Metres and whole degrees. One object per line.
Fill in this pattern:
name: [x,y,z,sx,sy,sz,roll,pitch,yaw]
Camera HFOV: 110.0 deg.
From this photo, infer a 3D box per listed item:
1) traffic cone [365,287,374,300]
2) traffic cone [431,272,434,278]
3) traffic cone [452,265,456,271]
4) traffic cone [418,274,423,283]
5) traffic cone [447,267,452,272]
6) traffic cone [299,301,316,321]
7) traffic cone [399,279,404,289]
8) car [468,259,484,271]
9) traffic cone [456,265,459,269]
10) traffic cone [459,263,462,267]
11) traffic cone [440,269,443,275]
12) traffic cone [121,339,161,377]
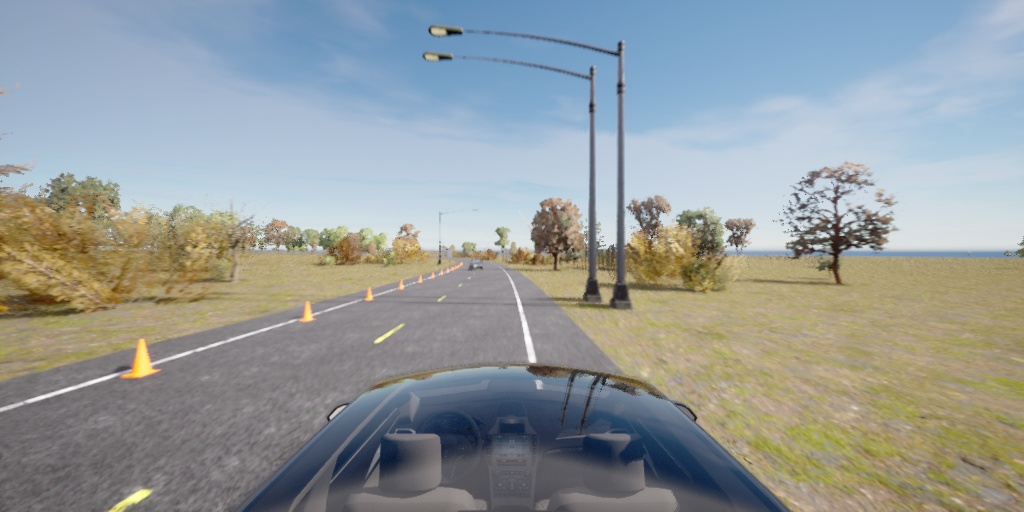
traffic cone: [-6.363,1.660,16.003,0.340,0.580,0.340,0,0,-1]
traffic cone: [-6.824,1.613,30.922,0.340,0.580,0.340,0,0,-2]
traffic cone: [-7.635,1.565,45.826,0.340,0.580,0.340,0,0,-4]
traffic cone: [-6.631,1.628,25.950,0.340,0.580,0.340,0,0,-2]
traffic cone: [-7.326,1.581,40.860,0.340,0.580,0.340,0,0,-3]
traffic cone: [-6.286,1.676,11.028,0.340,0.580,0.340,0,0,-1]
traffic cone: [-6.477,1.644,20.977,0.340,0.580,0.340,0,0,-2]
car: [-4.672,1.098,46.964,2.128,1.511,4.902,0,0,-4]
traffic cone: [-7.985,1.549,50.791,0.340,0.580,0.340,0,0,-4]
traffic cone: [-8.371,1.533,55.750,0.340,0.580,0.340,0,0,-5]
traffic cone: [-7.055,1.597,35.892,0.340,0.580,0.340,0,0,-3]
traffic cone: [-6.250,1.692,6.053,0.340,0.580,0.340,0,0,0]
